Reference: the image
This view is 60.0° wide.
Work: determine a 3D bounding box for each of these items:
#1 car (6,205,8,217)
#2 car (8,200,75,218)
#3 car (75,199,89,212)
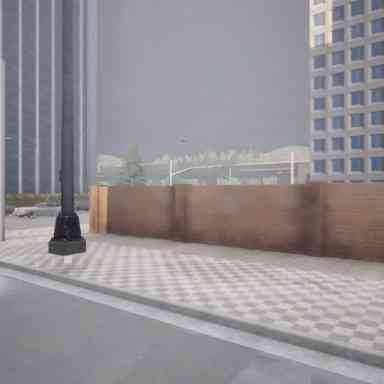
[{"bbox_3d":[-18.241,1.547,29.267,2.033,1.411,5.357,0,0,32],"label":"car"},{"bbox_3d":[-13.438,1.601,29.961,1.895,1.301,4.718,0,0,35],"label":"car"},{"bbox_3d":[-12.432,1.547,37.497,2.033,1.411,5.357,0,0,35],"label":"car"}]
